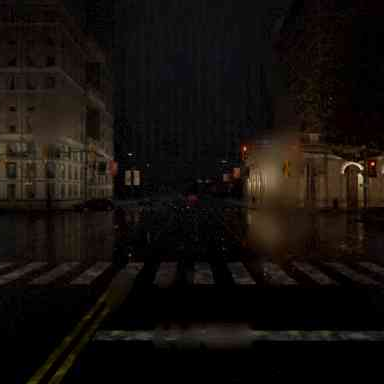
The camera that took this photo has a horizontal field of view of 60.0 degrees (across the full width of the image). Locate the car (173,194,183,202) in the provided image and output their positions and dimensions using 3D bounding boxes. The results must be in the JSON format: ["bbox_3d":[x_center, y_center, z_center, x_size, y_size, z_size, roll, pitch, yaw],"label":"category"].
[{"bbox_3d":[-3.365,1.355,80.526,2.097,1.767,4.553,0,0,1],"label":"car"}]

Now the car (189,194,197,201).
[{"bbox_3d":[0.117,1.279,78.577,2.097,1.767,4.553,0,0,1],"label":"car"}]

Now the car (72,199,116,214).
[{"bbox_3d":[-10.707,1.504,36.434,1.837,1.490,4.892,3,2,41],"label":"car"}]

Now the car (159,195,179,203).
[{"bbox_3d":[-3.632,1.547,52.821,2.033,1.411,5.357,0,0,0],"label":"car"}]

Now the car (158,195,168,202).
[{"bbox_3d":[-6.878,1.538,79.176,2.033,1.411,5.357,0,0,1],"label":"car"}]

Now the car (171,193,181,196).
[{"bbox_3d":[-3.474,1.222,69.327,2.150,2.045,5.566,0,0,1],"label":"car"}]

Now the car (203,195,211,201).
[{"bbox_3d":[3.617,1.464,78.575,2.033,1.411,5.357,0,0,1],"label":"car"}]

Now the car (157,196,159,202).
[{"bbox_3d":[-6.995,1.506,68.065,1.837,1.490,4.892,0,0,1],"label":"car"}]

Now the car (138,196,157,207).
[{"bbox_3d":[-7.131,1.564,52.110,1.994,1.385,4.181,0,0,0],"label":"car"}]

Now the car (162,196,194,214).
[{"bbox_3d":[-1.572,1.505,35.921,1.837,1.490,4.892,-1,0,-15],"label":"car"}]
